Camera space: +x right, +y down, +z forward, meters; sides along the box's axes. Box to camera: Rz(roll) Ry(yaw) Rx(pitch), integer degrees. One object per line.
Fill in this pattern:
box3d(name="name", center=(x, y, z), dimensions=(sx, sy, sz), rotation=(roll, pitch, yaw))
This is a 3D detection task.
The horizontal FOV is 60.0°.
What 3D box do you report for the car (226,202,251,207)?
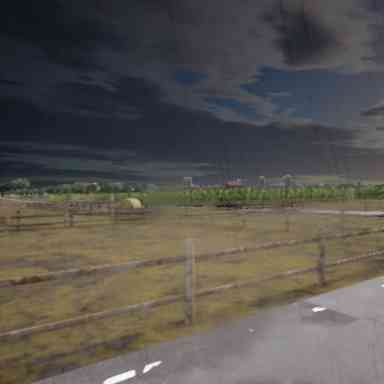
box3d(name="car", center=(8.242, 2.382, 59.343), dimensions=(1.895, 1.301, 4.718), rotation=(0, -1, -35))
